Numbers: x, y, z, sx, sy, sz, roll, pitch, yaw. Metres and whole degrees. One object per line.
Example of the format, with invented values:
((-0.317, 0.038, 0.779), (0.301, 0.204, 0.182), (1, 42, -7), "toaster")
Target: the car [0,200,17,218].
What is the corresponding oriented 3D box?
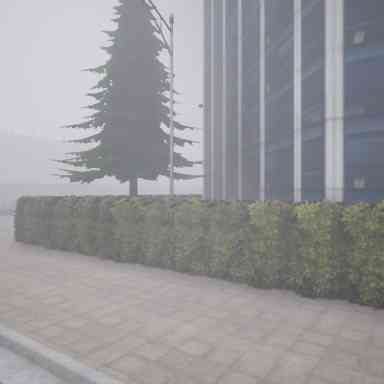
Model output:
((-15.562, 1.436, 26.763), (2.128, 1.511, 4.902), (0, 0, 35), "car")
